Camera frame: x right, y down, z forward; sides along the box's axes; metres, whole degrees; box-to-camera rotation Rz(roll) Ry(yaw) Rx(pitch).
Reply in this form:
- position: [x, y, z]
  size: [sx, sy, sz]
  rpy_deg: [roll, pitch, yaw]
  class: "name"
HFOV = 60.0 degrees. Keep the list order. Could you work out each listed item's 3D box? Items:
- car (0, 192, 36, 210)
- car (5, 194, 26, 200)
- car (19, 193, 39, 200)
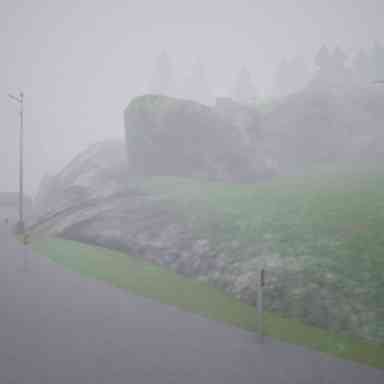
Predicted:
- position: [-21.432, 1.079, 40.395]
  size: [2.150, 2.045, 5.566]
  rpy_deg: [0, 0, -3]
  class: "car"
- position: [-42.490, 1.171, 80.122]
  size: [1.882, 1.535, 5.008]
  rpy_deg: [0, 0, 6]
  class: "car"
- position: [-39.009, 1.074, 79.756]
  size: [2.097, 1.767, 4.553]
  rpy_deg: [0, 0, 6]
  class: "car"
